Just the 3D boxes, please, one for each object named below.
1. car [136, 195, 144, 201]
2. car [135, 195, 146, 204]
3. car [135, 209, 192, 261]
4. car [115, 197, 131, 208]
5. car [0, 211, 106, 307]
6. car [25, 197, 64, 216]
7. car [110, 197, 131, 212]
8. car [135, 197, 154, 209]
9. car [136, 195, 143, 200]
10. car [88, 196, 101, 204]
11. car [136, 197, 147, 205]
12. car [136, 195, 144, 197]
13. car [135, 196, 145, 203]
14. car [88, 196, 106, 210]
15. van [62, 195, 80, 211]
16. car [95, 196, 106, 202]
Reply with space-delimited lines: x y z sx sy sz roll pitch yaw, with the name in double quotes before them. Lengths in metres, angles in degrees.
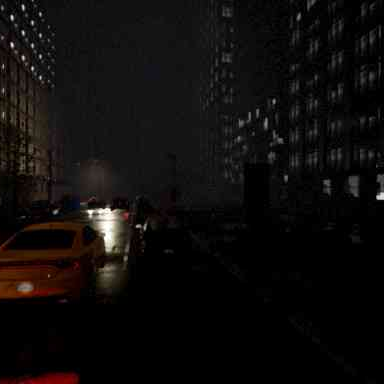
"car" -12.391 1.479 78.889 1.947 1.339 4.313 0 0 -10
"car" -9.590 1.375 62.193 1.967 1.590 4.097 0 0 -10
"car" -1.056 1.544 12.133 2.008 1.369 4.403 0 0 -10
"car" -10.033 1.493 48.633 2.033 1.411 5.357 0 0 -9
"car" -3.227 1.468 8.081 1.882 1.535 5.008 0 0 -10
"car" -12.253 1.396 27.426 1.967 1.590 4.097 0 0 -10
"car" -8.322 1.310 38.770 2.097 1.767 4.553 0 0 -9
"car" -4.919 1.535 34.369 1.947 1.339 4.313 0 0 -10
"car" -14.259 1.442 90.018 1.887 1.381 4.507 0 0 -10
"car" -17.854 1.497 60.807 1.802 1.307 4.206 0 0 -10
"car" -8.655 1.524 56.629 1.802 1.307 4.206 0 0 -10
"car" -7.721 1.515 51.064 1.947 1.339 4.313 0 0 -10
"car" -10.523 1.494 67.758 1.947 1.339 4.313 0 0 -10
"car" -12.017 1.510 42.330 1.994 1.385 4.181 0 0 -10
"van" -14.122 1.284 38.553 1.690 1.788 3.998 0 0 -10
"car" -19.722 1.467 71.934 1.947 1.339 4.313 0 0 -10
